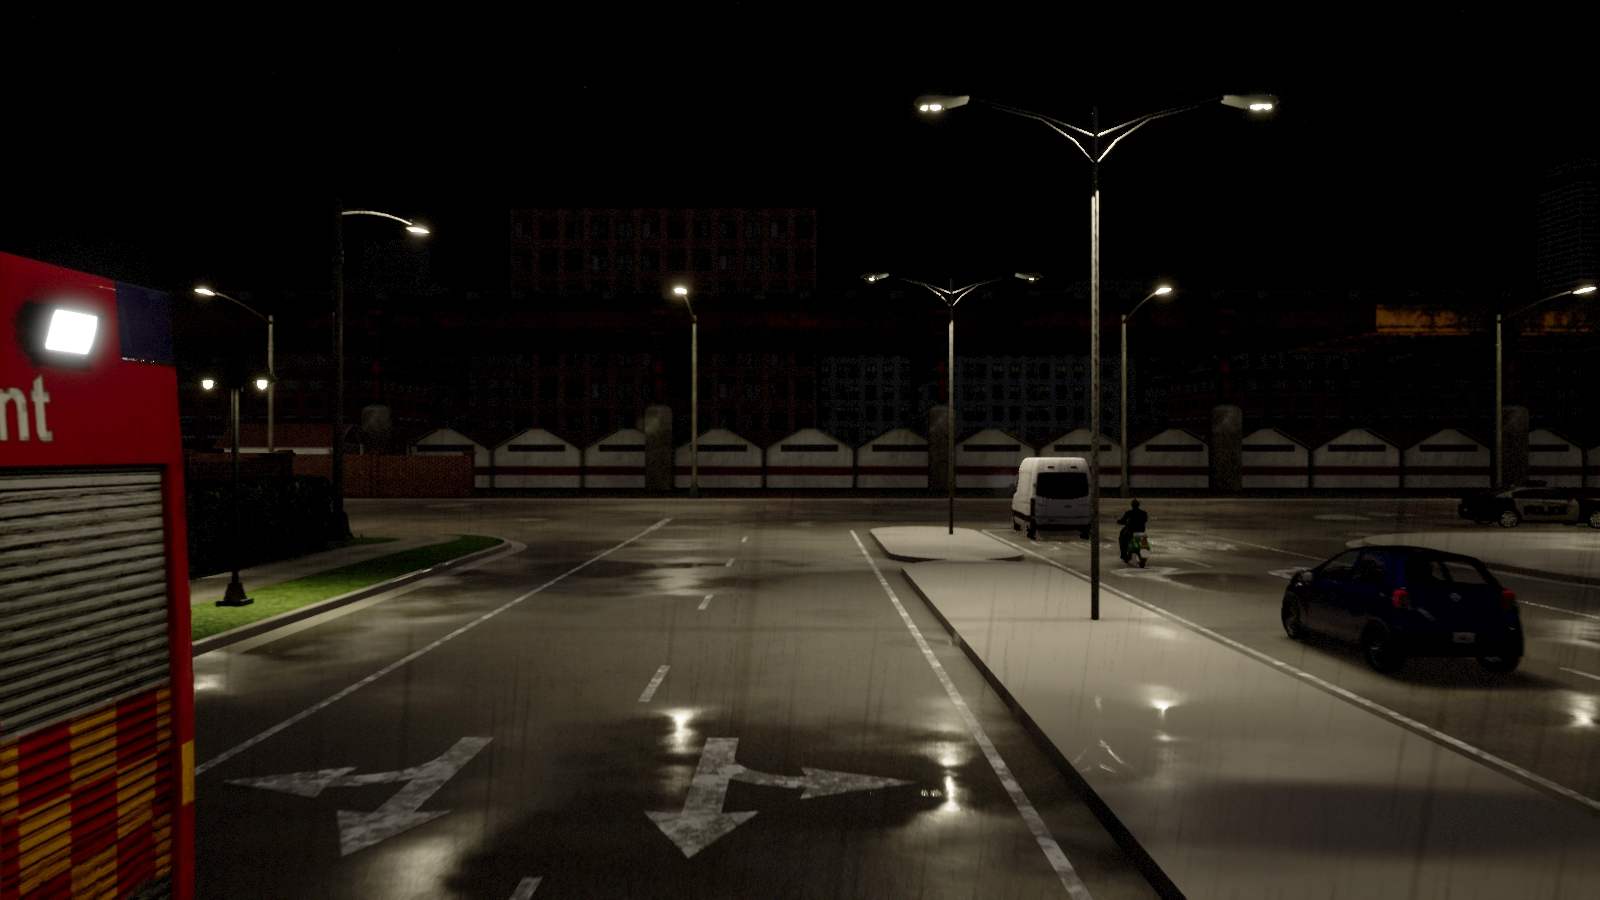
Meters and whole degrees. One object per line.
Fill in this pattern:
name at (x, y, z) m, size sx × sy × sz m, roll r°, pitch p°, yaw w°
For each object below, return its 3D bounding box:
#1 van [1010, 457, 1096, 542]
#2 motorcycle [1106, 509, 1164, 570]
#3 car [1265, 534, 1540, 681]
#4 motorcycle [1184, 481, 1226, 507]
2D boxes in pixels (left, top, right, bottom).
van at (8.305, 1.527, 38.024) m, size 1.988 × 2.561 × 5.915 m, roll 0°, pitch 0°, yaw 4°
motorcycle at (8.010, 2.124, 27.423) m, size 0.856 × 1.341 × 1.805 m, roll 0°, pitch 0°, yaw 0°
car at (8.013, 2.035, 15.610) m, size 1.845 × 1.501 × 3.633 m, roll 0°, pitch 0°, yaw 0°
motorcycle at (20.083, 2.170, 56.686) m, size 1.805 × 1.236 × 0.856 m, roll 0°, pitch 0°, yaw 0°
